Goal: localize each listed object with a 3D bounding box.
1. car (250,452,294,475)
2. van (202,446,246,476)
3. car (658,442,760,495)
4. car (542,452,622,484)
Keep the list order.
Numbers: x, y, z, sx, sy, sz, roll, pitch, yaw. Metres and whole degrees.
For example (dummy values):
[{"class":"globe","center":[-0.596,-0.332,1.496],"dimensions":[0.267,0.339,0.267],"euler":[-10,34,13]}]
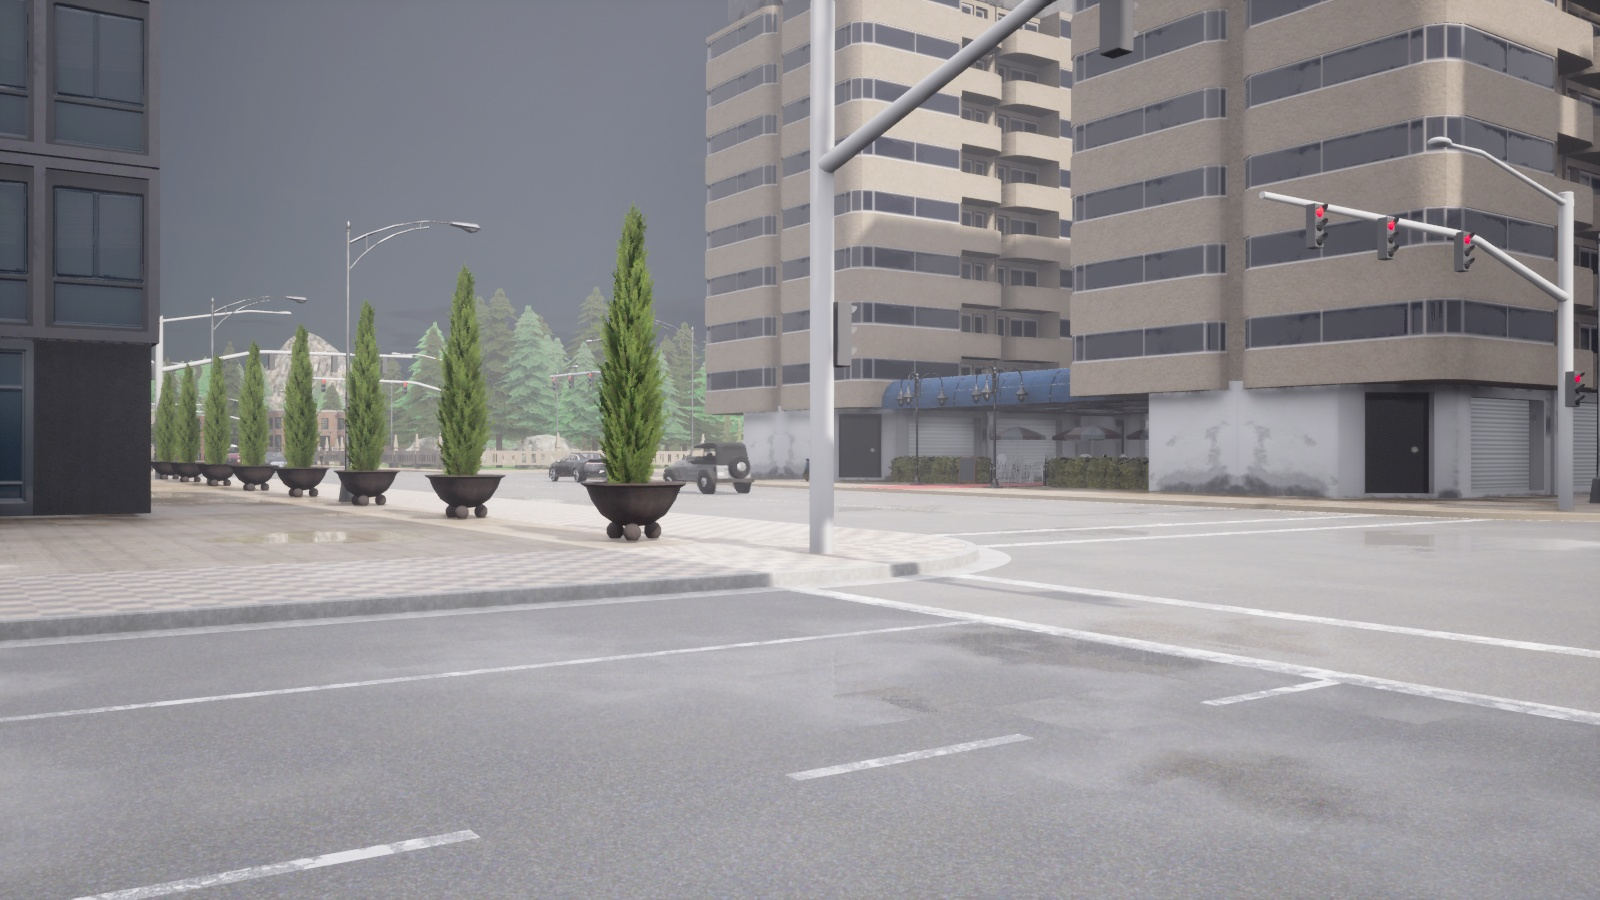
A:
[{"class":"car","center":[-38.355,0.979,91.189],"dimensions":[2.033,1.649,4.856],"euler":[0,0,-34]},{"class":"van","center":[-40.309,0.769,87.841],"dimensions":[2.069,2.038,4.480],"euler":[0,0,-34]},{"class":"car","center":[-3.384,0.661,46.259],"dimensions":[1.905,1.878,3.866],"euler":[0,0,-39]},{"class":"car","center":[-11.100,0.880,63.618],"dimensions":[2.128,1.511,4.902],"euler":[0,0,-34]}]
